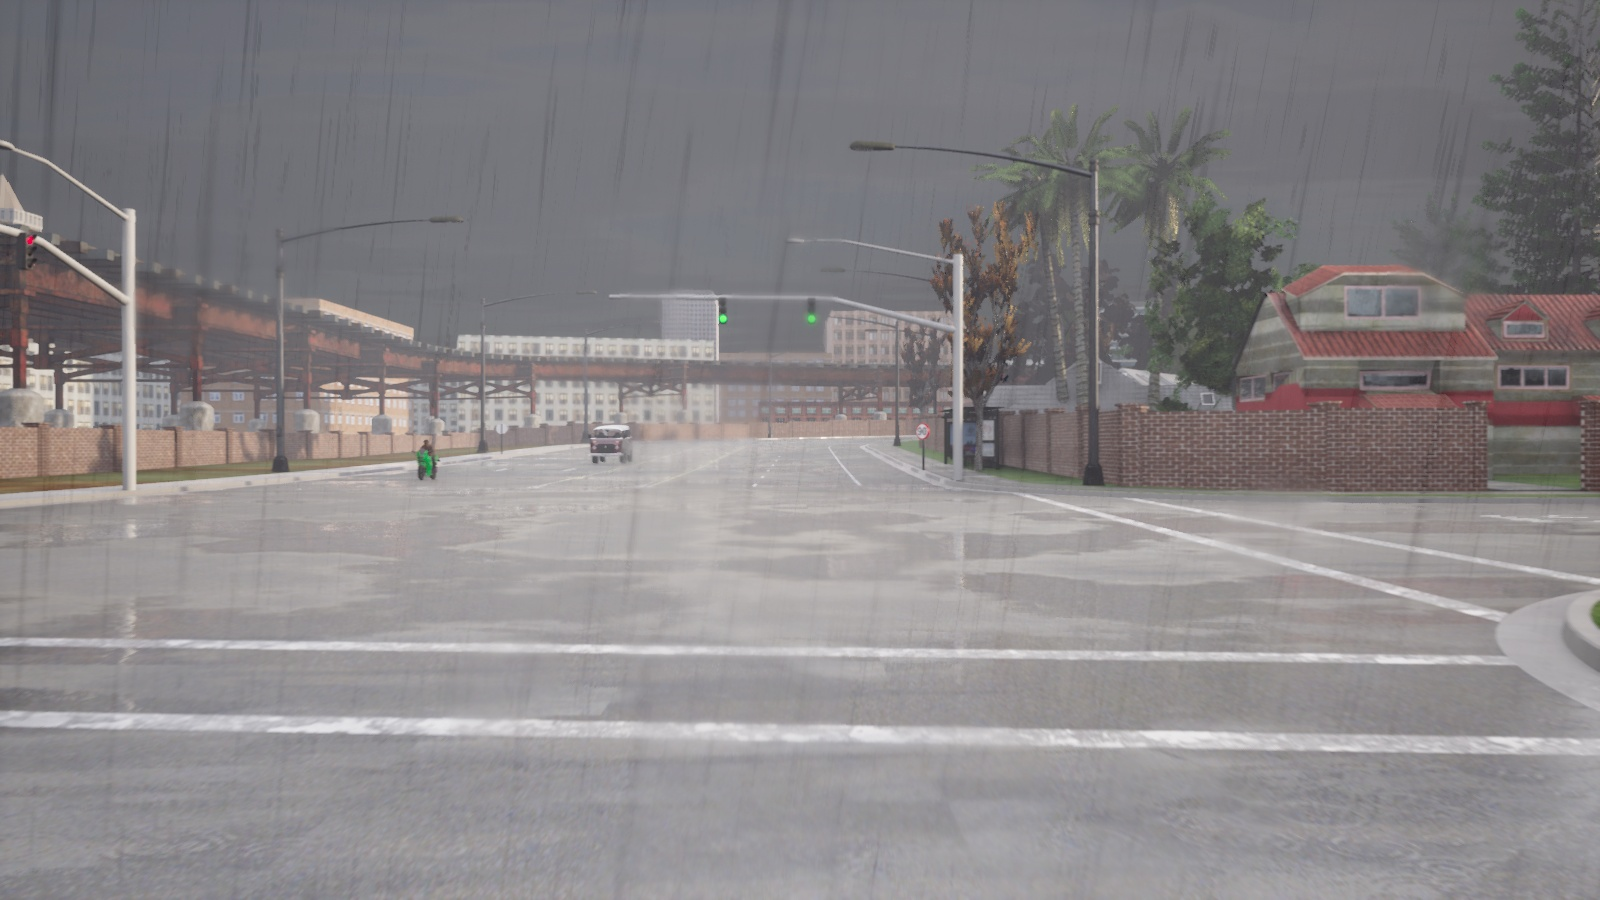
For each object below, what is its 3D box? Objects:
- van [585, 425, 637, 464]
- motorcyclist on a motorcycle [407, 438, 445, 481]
[{"bbox_3d":[-10.107,-0.337,67.392,2.069,2.038,4.480,0,1,0],"label":"van"},{"bbox_3d":[-13.727,0.340,46.142,0.797,1.523,2.044,0,0,0],"label":"motorcyclist on a motorcycle"}]
